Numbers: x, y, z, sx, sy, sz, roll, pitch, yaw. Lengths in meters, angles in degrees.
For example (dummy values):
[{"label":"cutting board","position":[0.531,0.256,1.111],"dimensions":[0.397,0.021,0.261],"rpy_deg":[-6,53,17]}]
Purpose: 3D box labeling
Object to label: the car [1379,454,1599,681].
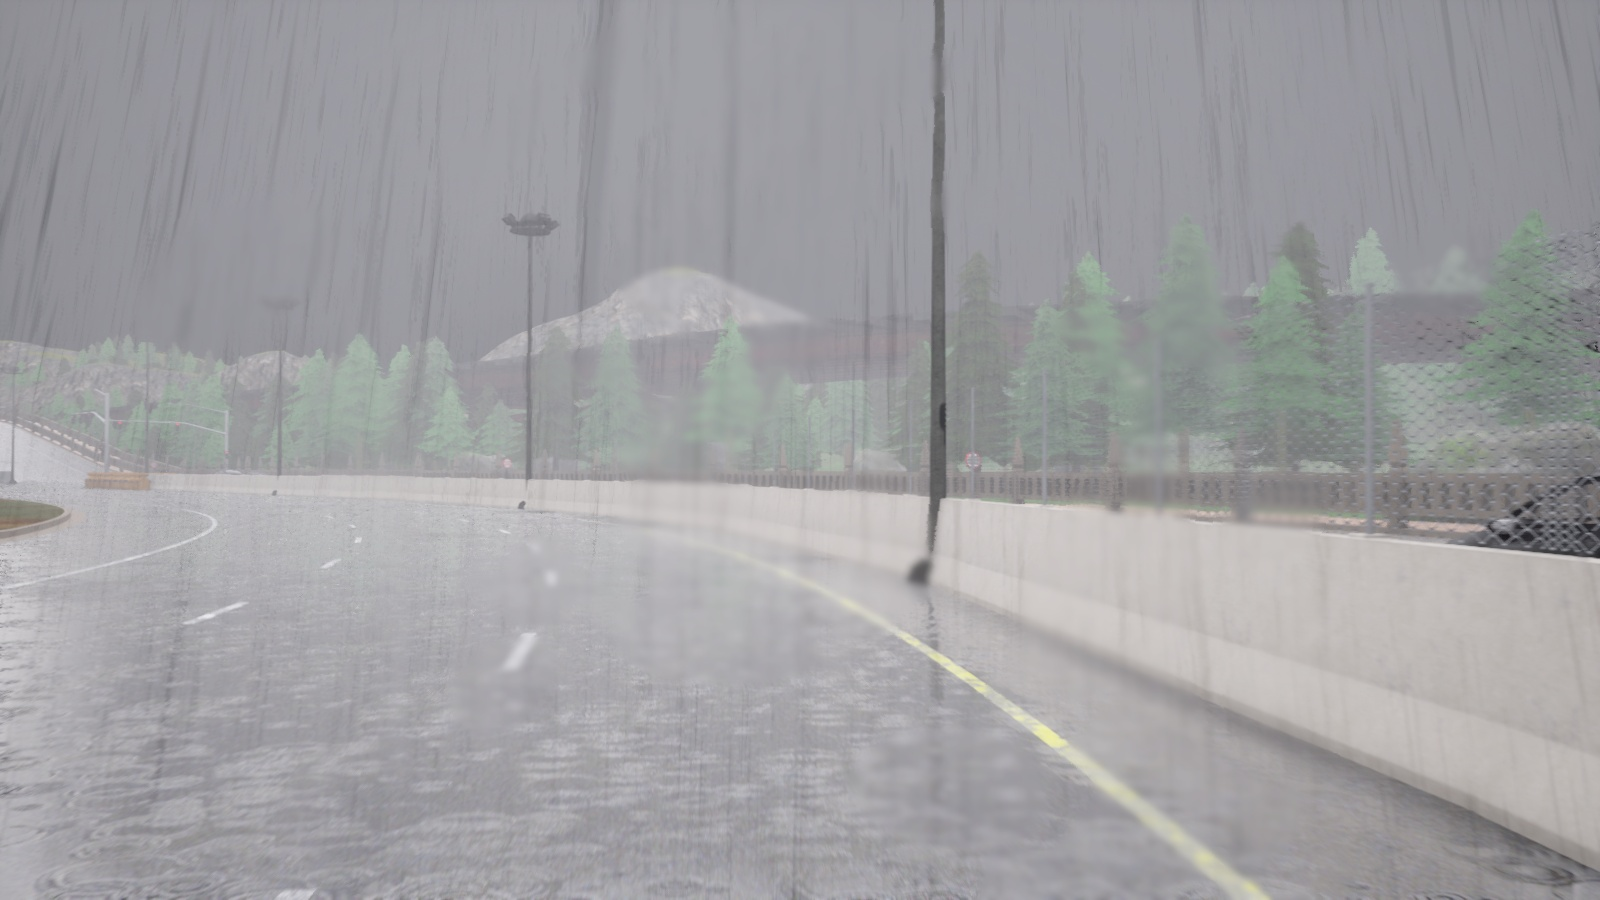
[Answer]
[{"label":"car","position":[6.532,0.847,9.815],"dimensions":[1.851,1.617,3.988],"rpy_deg":[0,-1,-6]}]
